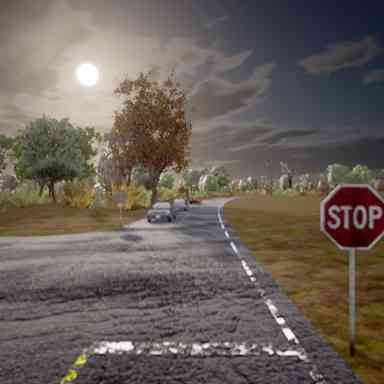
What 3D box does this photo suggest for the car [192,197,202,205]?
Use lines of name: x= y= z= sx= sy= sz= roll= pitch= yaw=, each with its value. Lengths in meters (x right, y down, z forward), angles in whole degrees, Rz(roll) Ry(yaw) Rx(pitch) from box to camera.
car: x=0.560 y=1.600 z=58.398 sx=1.895 sy=1.301 sz=4.718 roll=0 pitch=0 yaw=7

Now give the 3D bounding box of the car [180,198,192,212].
car: x=-1.439 y=1.527 z=39.026 sx=1.812 sy=1.442 sz=4.674 roll=0 pitch=0 yaw=5

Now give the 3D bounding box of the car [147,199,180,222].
car: x=-2.319 y=1.527 z=26.557 sx=1.812 sy=1.442 sz=4.674 roll=0 pitch=0 yaw=4
